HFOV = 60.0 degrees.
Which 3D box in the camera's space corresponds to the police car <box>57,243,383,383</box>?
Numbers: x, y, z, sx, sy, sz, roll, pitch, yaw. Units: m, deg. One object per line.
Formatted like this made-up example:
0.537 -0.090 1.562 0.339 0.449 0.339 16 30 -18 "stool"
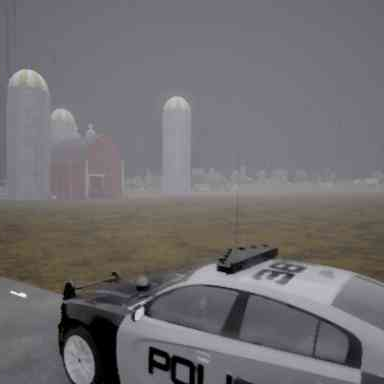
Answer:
0.477 1.430 3.619 5.238 1.638 1.930 0 0 36 "police car"
